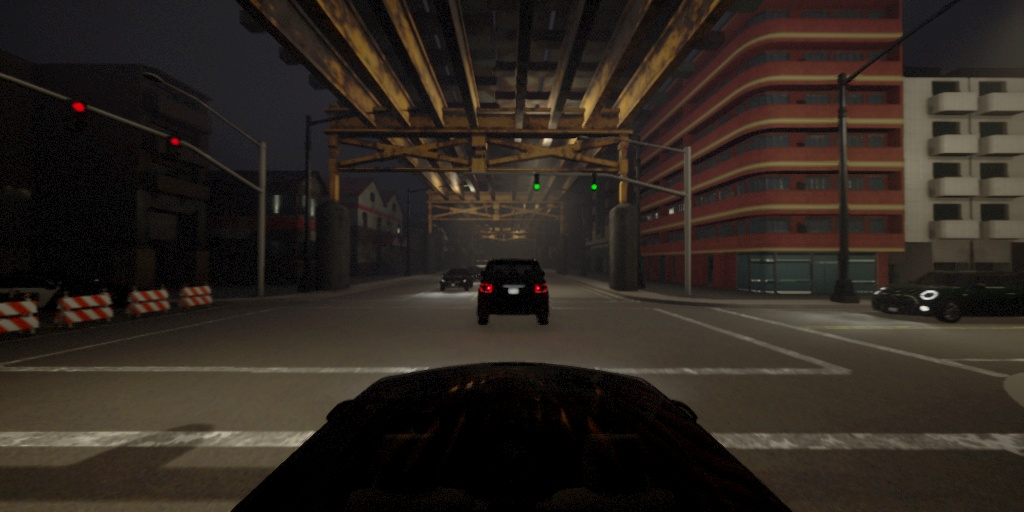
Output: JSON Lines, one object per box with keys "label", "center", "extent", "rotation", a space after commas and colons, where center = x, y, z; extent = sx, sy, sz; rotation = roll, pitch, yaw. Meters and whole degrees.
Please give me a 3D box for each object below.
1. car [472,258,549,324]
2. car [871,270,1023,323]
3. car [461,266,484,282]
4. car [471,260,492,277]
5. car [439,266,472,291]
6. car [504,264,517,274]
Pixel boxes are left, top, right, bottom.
{"label": "car", "center": [0.027, 1.121, 12.732], "extent": [2.150, 2.045, 5.566], "rotation": [0, -1, 0]}
{"label": "car", "center": [15.585, 1.296, 12.586], "extent": [4.553, 1.767, 2.097], "rotation": [0, -1, 0]}
{"label": "car", "center": [-3.802, 1.721, 35.151], "extent": [1.812, 1.442, 4.674], "rotation": [0, -1, 0]}
{"label": "car", "center": [-3.852, 1.547, 45.898], "extent": [2.150, 2.045, 5.566], "rotation": [0, -1, 0]}
{"label": "car", "center": [-3.747, 1.584, 25.063], "extent": [1.812, 1.442, 4.674], "rotation": [0, -1, 0]}
{"label": "car", "center": [-0.234, 1.946, 55.855], "extent": [1.812, 1.442, 4.674], "rotation": [0, 0, 0]}
